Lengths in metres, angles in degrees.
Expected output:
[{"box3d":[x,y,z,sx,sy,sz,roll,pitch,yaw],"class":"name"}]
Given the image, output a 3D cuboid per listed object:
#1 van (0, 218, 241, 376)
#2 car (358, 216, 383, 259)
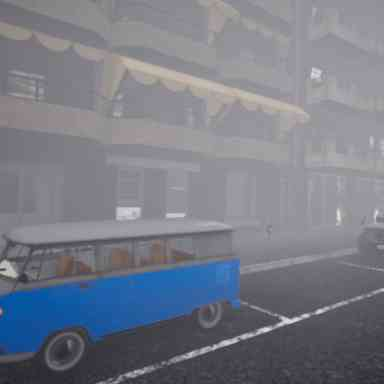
[{"box3d":[-1.051,1.358,5.320,3.998,1.788,1.690,1,1,-35],"class":"van"},{"box3d":[7.954,1.421,11.742,5.009,1.841,2.192,1,1,-35],"class":"car"}]
